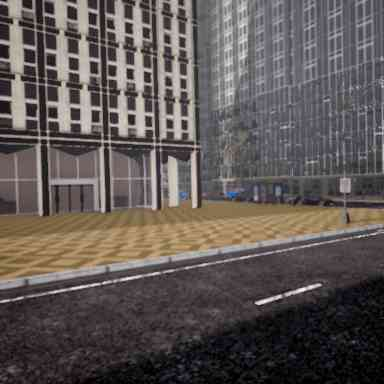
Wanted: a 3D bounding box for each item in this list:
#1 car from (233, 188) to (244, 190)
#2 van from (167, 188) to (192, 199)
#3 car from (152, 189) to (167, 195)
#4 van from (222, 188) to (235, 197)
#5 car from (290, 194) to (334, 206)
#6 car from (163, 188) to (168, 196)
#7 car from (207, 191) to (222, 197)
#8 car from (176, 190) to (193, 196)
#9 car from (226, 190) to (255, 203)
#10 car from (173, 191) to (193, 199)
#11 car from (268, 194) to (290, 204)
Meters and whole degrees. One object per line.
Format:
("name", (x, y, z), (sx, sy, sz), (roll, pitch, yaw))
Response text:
("car", (8.768, 0.593, 49.258), (1.882, 1.535, 5.008), (-2, 2, -34))
("van", (-2.271, 0.391, 60.793), (1.690, 1.788, 3.998), (-2, 1, -34))
("car", (-8.202, -0.004, 84.283), (1.967, 1.590, 4.097), (-2, 1, -34))
("van", (7.852, 0.174, 60.833), (1.690, 1.788, 3.998), (-2, 1, -34))
("car", (13.680, 0.889, 37.277), (1.947, 1.339, 4.313), (-2, 1, -34))
("car", (-4.993, -0.073, 79.591), (2.192, 1.841, 5.009), (-2, 1, -34))
("car", (4.645, 0.360, 65.528), (1.802, 1.307, 4.206), (-2, 1, -34))
("car", (-1.778, 0.249, 74.908), (1.802, 1.307, 4.206), (-2, 1, -34))
("car", (7.320, 0.780, 46.701), (1.947, 1.339, 4.313), (-2, 1, -34))
("car", (-1.736, 0.542, 64.769), (1.994, 1.385, 4.181), (-2, 2, -34))
("car", (10.483, 0.851, 41.979), (1.802, 1.307, 4.206), (-2, 1, -34))
